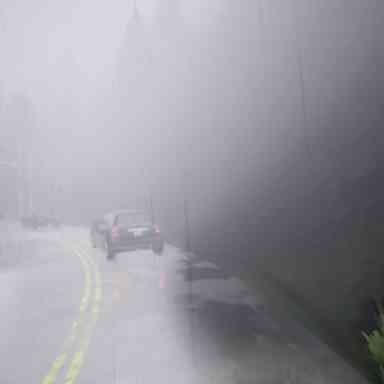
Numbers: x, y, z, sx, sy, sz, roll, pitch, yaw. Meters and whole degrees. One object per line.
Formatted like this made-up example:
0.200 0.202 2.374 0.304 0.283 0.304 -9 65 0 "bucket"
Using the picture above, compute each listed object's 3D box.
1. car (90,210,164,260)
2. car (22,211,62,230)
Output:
-2.837 1.520 13.708 2.097 1.767 4.553 -2 0 -26 "car"
-11.926 2.175 26.159 1.895 1.301 4.718 -3 0 -40 "car"
